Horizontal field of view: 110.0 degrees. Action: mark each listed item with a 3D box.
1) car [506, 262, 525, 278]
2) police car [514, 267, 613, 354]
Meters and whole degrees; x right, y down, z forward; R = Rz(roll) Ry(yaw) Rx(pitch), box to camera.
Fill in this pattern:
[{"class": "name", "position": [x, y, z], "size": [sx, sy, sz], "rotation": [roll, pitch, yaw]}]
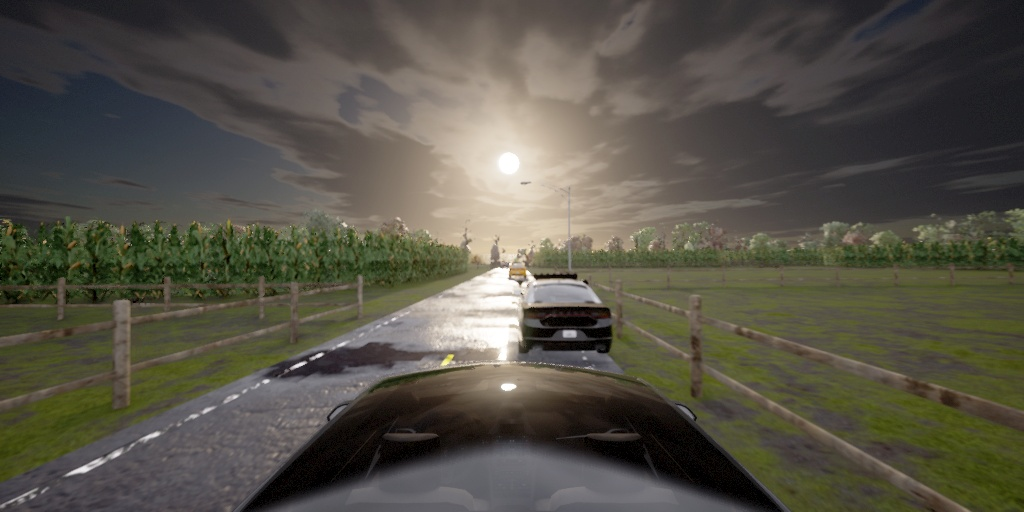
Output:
[{"class": "car", "position": [0.621, 1.606, 39.356], "size": [1.882, 1.535, 5.008], "rotation": [0, -1, 1]}, {"class": "police car", "position": [1.091, 1.249, 9.151], "size": [1.930, 1.638, 5.238], "rotation": [0, -1, 1]}]
